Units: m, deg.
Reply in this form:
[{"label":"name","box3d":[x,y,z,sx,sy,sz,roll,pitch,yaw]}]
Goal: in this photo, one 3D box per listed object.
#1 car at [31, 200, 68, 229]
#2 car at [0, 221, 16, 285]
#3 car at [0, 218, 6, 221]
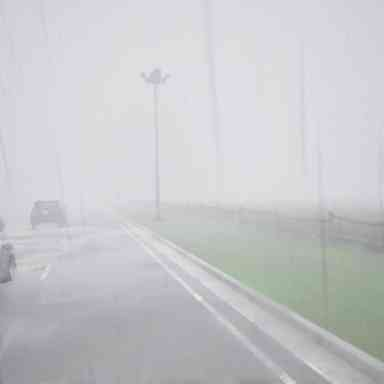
[{"label":"car","box3d":[-10.934,1.634,25.675,2.150,2.045,5.566,-1,0,-17]},{"label":"car","box3d":[-5.292,1.678,7.311,1.837,1.490,4.892,-1,0,-17]},{"label":"car","box3d":[-13.001,1.984,20.504,2.033,1.411,5.357,-1,0,-17]}]
